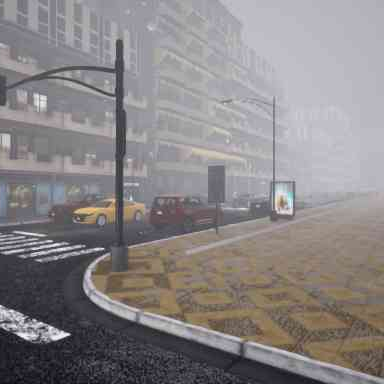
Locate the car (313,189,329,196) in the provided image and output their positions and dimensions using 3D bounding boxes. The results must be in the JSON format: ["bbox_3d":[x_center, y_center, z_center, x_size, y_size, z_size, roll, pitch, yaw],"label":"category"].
[{"bbox_3d":[27.838,-0.025,72.497,1.967,1.590,4.097,2,2,35],"label":"car"}]

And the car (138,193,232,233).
[{"bbox_3d":[-0.170,1.026,17.724,2.192,1.841,5.009,1,2,35],"label":"car"}]

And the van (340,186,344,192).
[{"bbox_3d":[37.362,-0.446,86.137,1.690,1.788,3.998,2,2,35],"label":"van"}]

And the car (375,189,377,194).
[{"bbox_3d":[44.277,-0.221,81.411,2.008,1.369,4.403,1,2,35],"label":"car"}]

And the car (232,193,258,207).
[{"bbox_3d":[6.080,0.842,36.812,1.837,1.490,4.892,0,1,35],"label":"car"}]

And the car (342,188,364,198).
[{"bbox_3d":[28.403,0.308,58.668,1.887,1.381,4.507,1,2,35],"label":"car"}]

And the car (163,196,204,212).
[{"bbox_3d":[-0.730,1.069,31.572,1.802,1.307,4.206,2,2,35],"label":"car"}]

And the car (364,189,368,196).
[{"bbox_3d":[31.578,0.098,63.213,1.967,1.590,4.097,1,2,35],"label":"car"}]

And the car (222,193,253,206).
[{"bbox_3d":[5.619,0.828,40.667,2.008,1.369,4.403,2,2,35],"label":"car"}]

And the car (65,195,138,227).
[{"bbox_3d":[-5.045,1.180,20.880,1.882,1.535,5.008,0,1,34],"label":"car"}]

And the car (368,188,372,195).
[{"bbox_3d":[34.753,0.095,67.765,1.887,1.381,4.507,1,2,35],"label":"car"}]

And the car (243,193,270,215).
[{"bbox_3d":[6.178,1.069,26.827,1.947,1.339,4.313,1,2,35],"label":"car"}]

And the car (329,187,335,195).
[{"bbox_3d":[31.012,-0.027,77.048,1.887,1.381,4.507,2,2,35],"label":"car"}]

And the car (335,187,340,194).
[{"bbox_3d":[34.187,-0.240,81.593,1.967,1.590,4.097,2,2,35],"label":"car"}]

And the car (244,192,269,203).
[{"bbox_3d":[8.792,0.754,45.214,1.802,1.307,4.206,2,2,35],"label":"car"}]

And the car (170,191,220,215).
[{"bbox_3d":[0.339,0.878,28.601,2.097,1.767,4.553,0,1,35],"label":"car"}]

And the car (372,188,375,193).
[{"bbox_3d":[37.928,-0.012,72.314,1.887,1.381,4.507,1,2,35],"label":"car"}]

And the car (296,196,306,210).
[{"bbox_3d":[9.353,0.965,31.376,1.947,1.339,4.313,1,2,35],"label":"car"}]

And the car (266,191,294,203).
[{"bbox_3d":[12.084,0.631,45.338,2.128,1.511,4.902,0,1,35],"label":"car"}]

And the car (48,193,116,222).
[{"bbox_3d":[-7.076,1.010,22.469,2.192,1.841,5.009,1,2,35],"label":"car"}]
